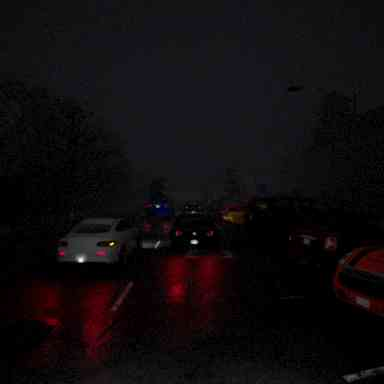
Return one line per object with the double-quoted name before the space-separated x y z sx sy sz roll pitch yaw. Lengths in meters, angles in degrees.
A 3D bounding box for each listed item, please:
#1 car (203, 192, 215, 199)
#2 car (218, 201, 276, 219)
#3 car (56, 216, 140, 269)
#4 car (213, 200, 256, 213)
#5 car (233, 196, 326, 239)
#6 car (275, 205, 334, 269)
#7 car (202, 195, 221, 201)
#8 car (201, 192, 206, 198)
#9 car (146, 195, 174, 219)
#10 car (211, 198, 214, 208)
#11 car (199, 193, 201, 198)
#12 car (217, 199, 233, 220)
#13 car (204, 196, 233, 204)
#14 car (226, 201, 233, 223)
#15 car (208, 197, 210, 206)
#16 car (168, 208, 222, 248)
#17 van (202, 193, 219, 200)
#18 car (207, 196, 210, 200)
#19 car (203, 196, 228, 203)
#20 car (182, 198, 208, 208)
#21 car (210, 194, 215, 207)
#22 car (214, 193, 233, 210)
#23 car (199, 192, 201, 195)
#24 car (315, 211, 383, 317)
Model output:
"car" 5.136 1.465 51.614 5.566 2.045 2.435 1 0 -20
"car" 5.066 1.630 30.573 4.792 1.488 2.163 1 0 -20
"car" -2.915 1.539 11.086 1.812 1.442 4.674 0 0 0
"car" 5.101 1.709 39.590 4.674 1.452 2.002 1 0 -20
"car" 5.109 1.264 15.602 5.566 2.045 2.435 1 -1 -20
"car" 5.047 1.371 9.575 4.553 1.767 2.185 1 0 -20
"car" 5.129 1.536 87.636 4.674 1.452 2.002 1 0 -20
"car" 5.092 1.451 60.595 5.566 2.045 2.435 1 1 -20
"car" -2.884 1.338 30.753 2.150 2.045 5.566 0 0 0
"car" 5.089 1.648 36.590 5.008 1.535 2.097 1 -1 -20
"car" 5.106 1.550 84.618 4.792 1.488 2.163 1 1 -20
"car" 4.913 1.554 24.518 5.366 1.575 1.946 1 0 -20
"car" 5.290 1.664 66.688 5.366 1.575 1.946 1 0 -20
"car" 5.259 1.543 21.652 5.366 1.575 1.946 1 -1 -20
"car" 5.106 1.745 45.590 4.674 1.452 2.002 1 0 -20
"car" 0.103 1.626 14.944 1.895 1.301 4.718 0 0 0
"van" 5.249 1.222 93.641 4.442 1.987 1.878 1 0 -20
"car" 5.131 1.740 48.615 4.792 1.488 2.163 1 0 -20
"car" 5.097 1.649 72.612 4.792 1.488 2.163 1 1 -20
"car" 0.116 1.614 31.591 2.128 1.511 4.902 0 0 0
"car" 5.133 1.562 42.602 4.553 1.767 2.185 1 0 -20
"car" 5.069 1.329 27.572 5.566 2.045 2.435 1 0 -20
"car" 5.108 1.345 90.607 4.553 1.767 2.185 1 0 -20
"car" 5.108 1.367 6.589 4.553 1.767 2.185 1 0 -20
